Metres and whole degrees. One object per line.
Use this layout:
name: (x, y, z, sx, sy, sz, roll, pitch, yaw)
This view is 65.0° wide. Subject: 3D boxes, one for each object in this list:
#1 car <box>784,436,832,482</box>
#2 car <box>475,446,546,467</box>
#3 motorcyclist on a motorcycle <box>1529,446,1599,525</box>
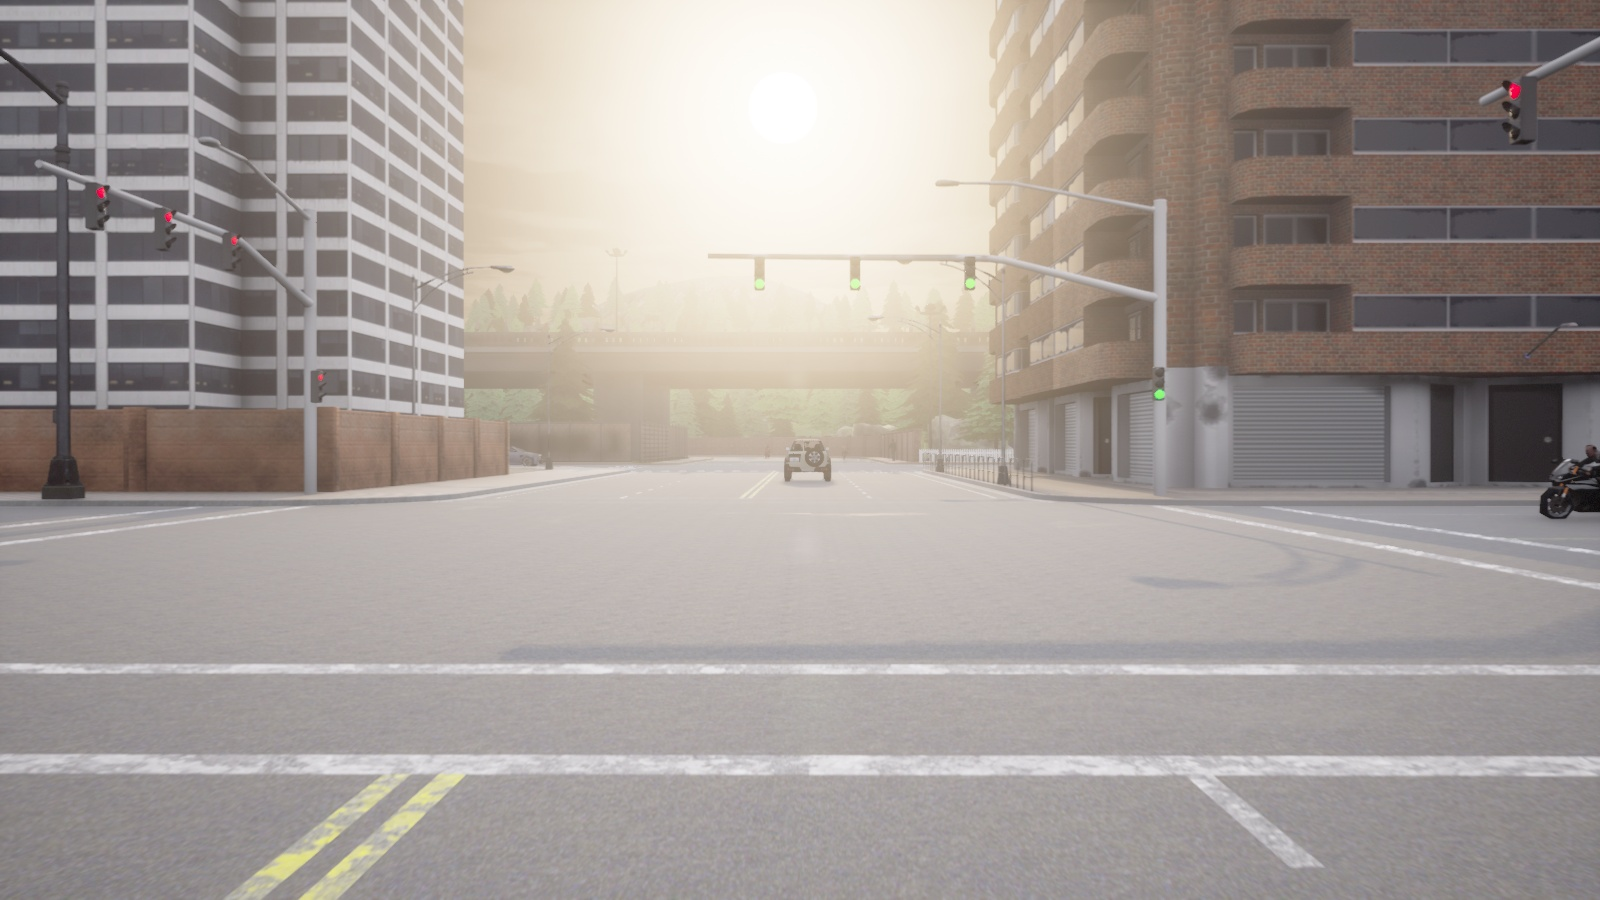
car: (0.319, 0.348, 52.689, 1.932, 1.855, 4.605, 0, 0, 0)
car: (-18.805, 0.405, 81.764, 4.181, 1.385, 1.994, 0, 0, 0)
motorcyclist on a motorcycle: (15.856, 0.692, 24.985, 2.191, 1.530, 0.866, 0, 0, 1)
